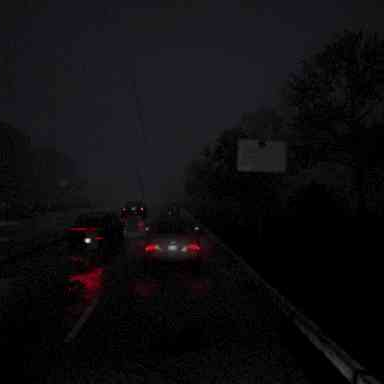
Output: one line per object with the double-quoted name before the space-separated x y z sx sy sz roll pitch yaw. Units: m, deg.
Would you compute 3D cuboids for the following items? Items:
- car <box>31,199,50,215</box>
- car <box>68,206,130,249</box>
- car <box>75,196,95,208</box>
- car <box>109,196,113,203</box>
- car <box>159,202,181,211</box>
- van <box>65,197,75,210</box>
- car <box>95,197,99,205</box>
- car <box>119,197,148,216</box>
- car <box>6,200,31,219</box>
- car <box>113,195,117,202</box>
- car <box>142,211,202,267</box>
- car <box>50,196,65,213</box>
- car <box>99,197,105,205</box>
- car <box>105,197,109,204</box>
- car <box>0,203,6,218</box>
"car" -18.028 1.657 37.128 2.185 1.767 4.553 0 0 -4
"car" -4.189 1.626 15.252 1.837 1.490 4.892 0 0 -4
"car" -19.676 1.684 59.233 2.435 2.045 5.566 0 0 -4
"car" -21.313 1.963 81.206 2.185 1.767 4.553 0 0 -4
"car" -2.143 1.707 32.155 2.128 1.511 4.902 0 0 -4
"van" -18.839 1.632 48.000 1.878 1.987 4.442 0 0 -4
"car" -20.079 1.973 64.649 2.097 1.535 5.008 0 0 -4
"car" -5.375 1.583 31.775 2.097 1.767 4.553 0 0 -4
"car" -17.624 1.785 31.713 2.002 1.452 4.674 0 0 -4
"car" -21.730 2.167 86.810 2.002 1.452 4.674 0 0 -4
"car" -0.701 1.627 11.797 2.033 1.411 5.357 0 0 -4
"car" -18.439 1.695 42.637 2.185 1.767 4.553 0 0 -4
"car" -20.490 2.013 70.160 2.231 1.521 4.892 0 0 -4
"car" -20.903 1.924 75.695 2.185 1.767 4.553 0 0 -4
"car" -17.213 1.708 26.208 2.231 1.521 4.892 0 0 -4
